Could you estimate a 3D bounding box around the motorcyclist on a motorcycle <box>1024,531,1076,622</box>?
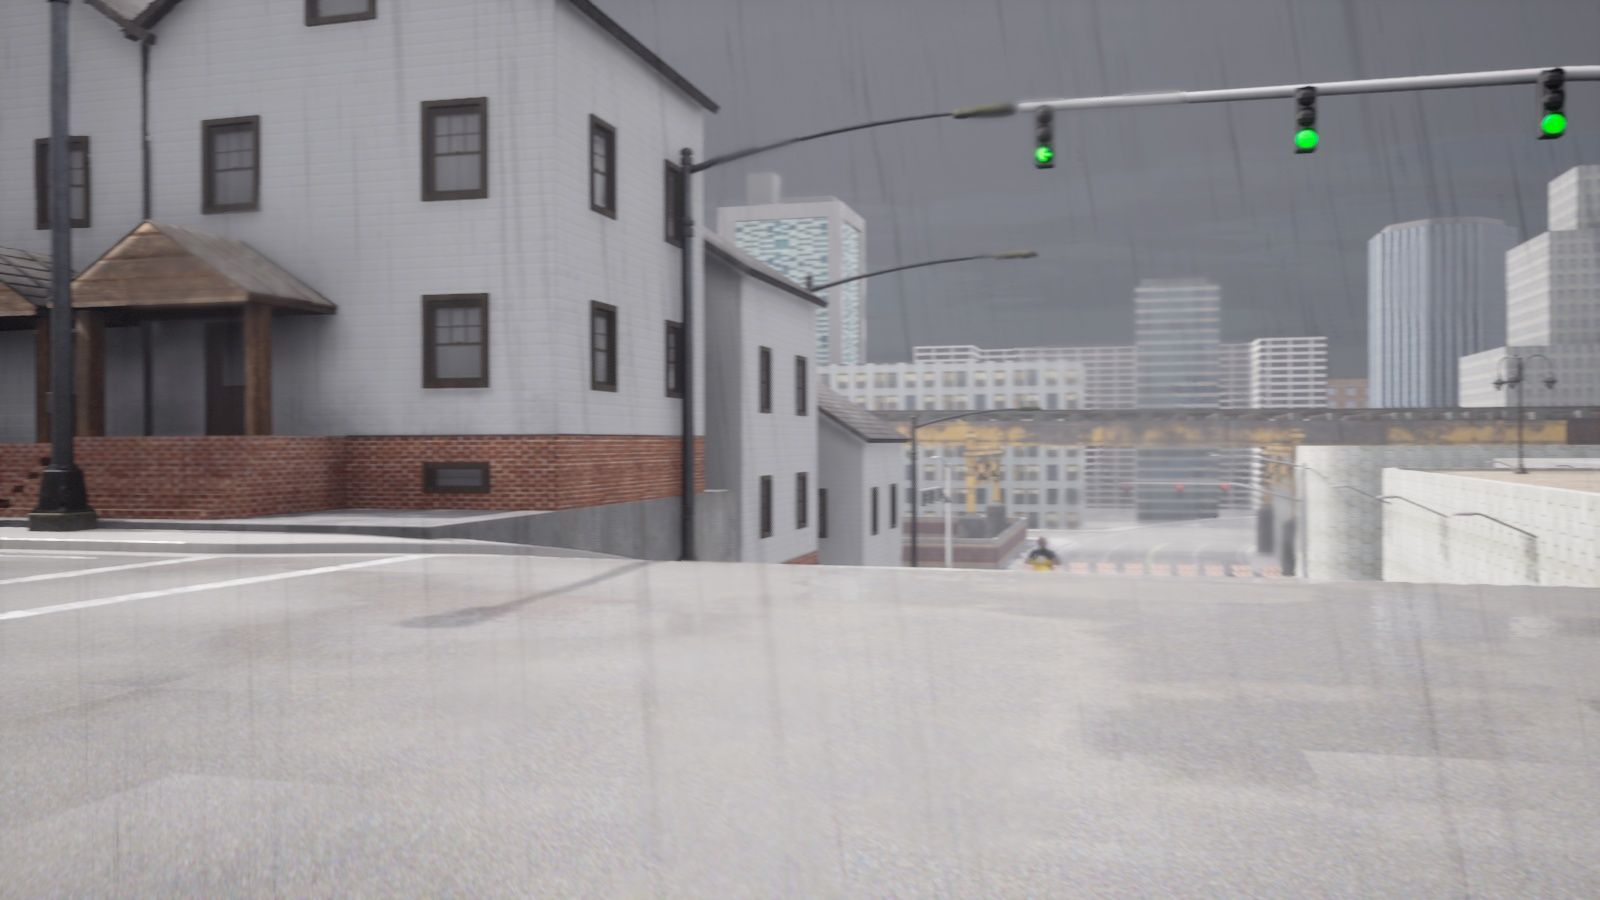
[{"bbox_3d":[4.993,2.534,24.998,0.866,1.590,1.817,-1,-13,16],"label":"motorcyclist on a motorcycle"}]
